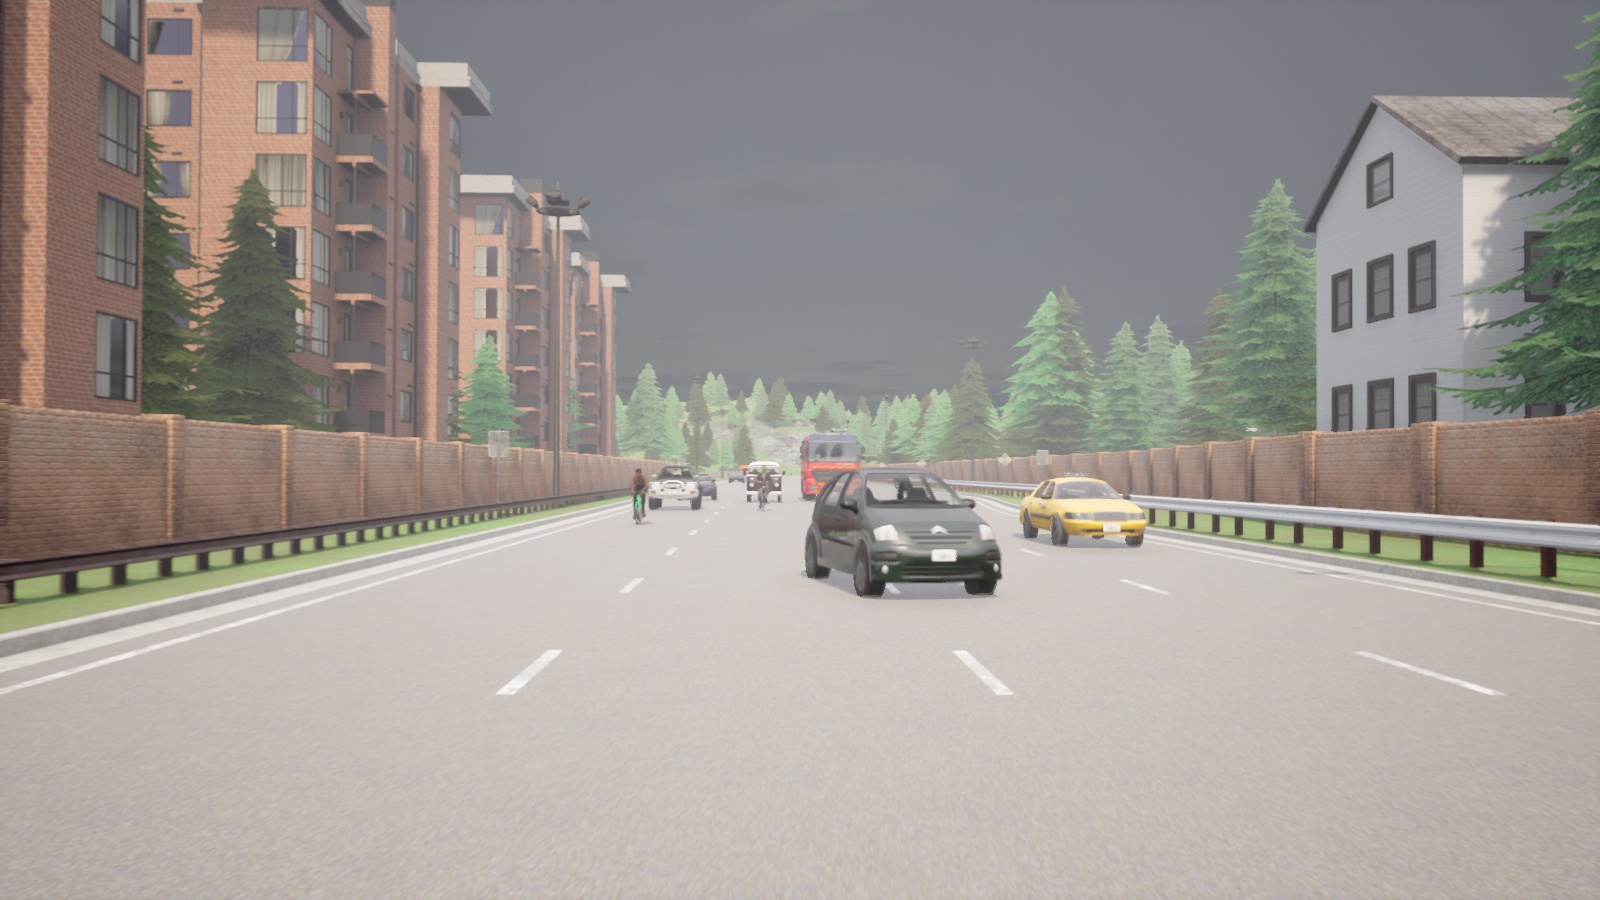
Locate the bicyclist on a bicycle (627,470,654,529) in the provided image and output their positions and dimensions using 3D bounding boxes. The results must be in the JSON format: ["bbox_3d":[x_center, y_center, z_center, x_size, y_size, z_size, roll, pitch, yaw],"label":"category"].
[{"bbox_3d":[-4.494,1.377,35.393,0.582,1.620,1.656,0,-1,-2],"label":"bicyclist on a bicycle"}]

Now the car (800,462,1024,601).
[{"bbox_3d":[1.347,0.990,16.880,1.851,1.617,3.988,0,-1,-13],"label":"car"}]

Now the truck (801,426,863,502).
[{"bbox_3d":[1.643,0.780,67.855,2.891,3.827,8.468,0,-1,-2],"label":"truck"}]

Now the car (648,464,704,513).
[{"bbox_3d":[-4.874,1.487,49.998,1.932,1.855,4.605,0,-1,-2],"label":"car"}]

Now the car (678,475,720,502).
[{"bbox_3d":[-5.318,2.012,66.488,1.994,1.385,4.181,0,-1,-1],"label":"car"}]

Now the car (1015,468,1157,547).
[{"bbox_3d":[6.208,1.198,27.923,1.801,1.575,5.366,0,-1,-2],"label":"car"}]

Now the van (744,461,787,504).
[{"bbox_3d":[-1.720,1.596,62.778,2.069,2.038,4.480,0,-1,-1],"label":"van"}]
